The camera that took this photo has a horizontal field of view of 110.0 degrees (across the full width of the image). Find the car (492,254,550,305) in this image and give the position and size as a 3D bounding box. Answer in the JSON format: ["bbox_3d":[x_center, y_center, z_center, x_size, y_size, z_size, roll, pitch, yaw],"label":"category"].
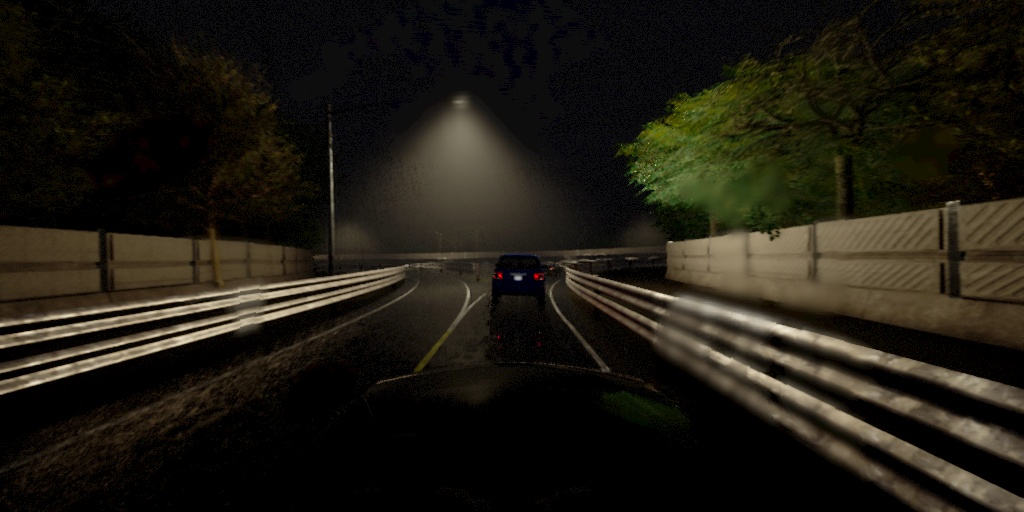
[{"bbox_3d":[0.394,0.941,16.242,2.150,2.045,5.566,1,0,3],"label":"car"}]

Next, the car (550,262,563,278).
[{"bbox_3d":[3.776,1.360,34.904,2.128,1.511,4.902,-1,0,16],"label":"car"}]
